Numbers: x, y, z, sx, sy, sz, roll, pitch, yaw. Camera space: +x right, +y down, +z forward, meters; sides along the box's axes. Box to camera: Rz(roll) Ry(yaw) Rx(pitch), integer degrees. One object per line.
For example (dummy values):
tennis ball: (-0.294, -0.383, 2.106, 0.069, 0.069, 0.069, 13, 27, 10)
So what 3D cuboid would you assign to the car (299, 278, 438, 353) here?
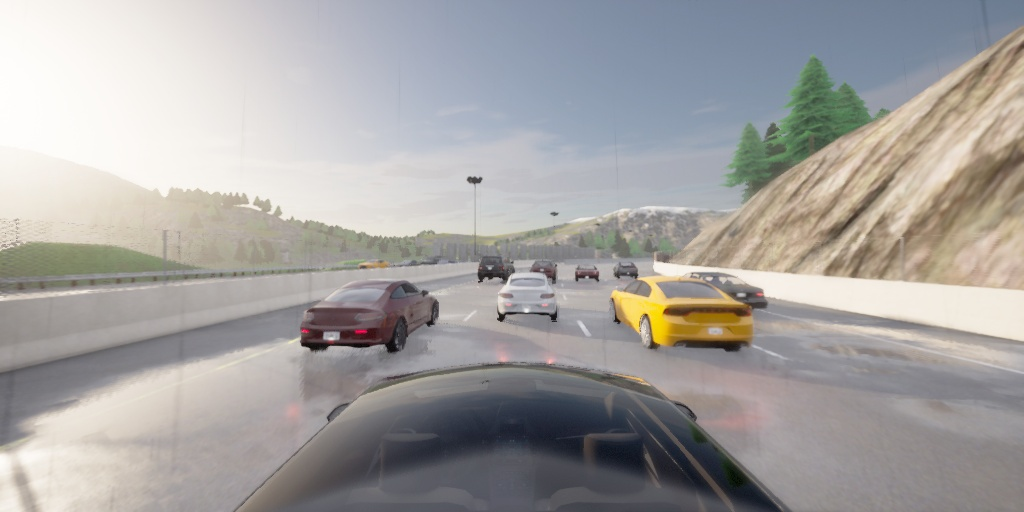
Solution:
car: (-3.154, 1.269, 8.744, 1.812, 1.442, 4.674, 0, 0, 2)

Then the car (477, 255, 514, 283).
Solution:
car: (-1.163, 0.974, 28.272, 2.150, 2.045, 5.566, 0, 0, 9)

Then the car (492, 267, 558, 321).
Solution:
car: (0.565, 1.279, 12.364, 1.812, 1.442, 4.674, 0, 0, 4)

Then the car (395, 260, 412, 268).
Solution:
car: (-14.509, 1.248, 50.249, 1.812, 1.442, 4.674, 0, 0, 15)

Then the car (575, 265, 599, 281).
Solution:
car: (6.254, 1.372, 30.160, 1.895, 1.301, 4.718, 0, 0, 10)

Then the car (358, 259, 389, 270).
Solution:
car: (-18.590, 1.190, 48.409, 1.882, 1.535, 5.008, 0, 0, 15)

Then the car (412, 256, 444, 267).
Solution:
car: (-11.072, 0.956, 49.589, 2.150, 2.045, 5.566, 0, 0, 15)

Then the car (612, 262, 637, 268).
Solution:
car: (10.327, 1.273, 32.789, 2.128, 1.511, 4.902, 0, 0, 11)

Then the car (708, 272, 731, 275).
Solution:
car: (7.673, 1.319, 14.176, 2.033, 1.411, 5.357, 0, 0, 5)

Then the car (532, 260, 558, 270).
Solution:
car: (2.682, 1.114, 29.875, 2.097, 1.767, 4.553, 0, 0, 10)

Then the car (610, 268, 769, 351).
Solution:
car: (3.870, 1.239, 9.103, 1.882, 1.535, 5.008, 0, 0, 2)

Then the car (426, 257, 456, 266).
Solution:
car: (-8.546, 1.215, 45.381, 1.882, 1.535, 5.008, 0, 0, 15)
